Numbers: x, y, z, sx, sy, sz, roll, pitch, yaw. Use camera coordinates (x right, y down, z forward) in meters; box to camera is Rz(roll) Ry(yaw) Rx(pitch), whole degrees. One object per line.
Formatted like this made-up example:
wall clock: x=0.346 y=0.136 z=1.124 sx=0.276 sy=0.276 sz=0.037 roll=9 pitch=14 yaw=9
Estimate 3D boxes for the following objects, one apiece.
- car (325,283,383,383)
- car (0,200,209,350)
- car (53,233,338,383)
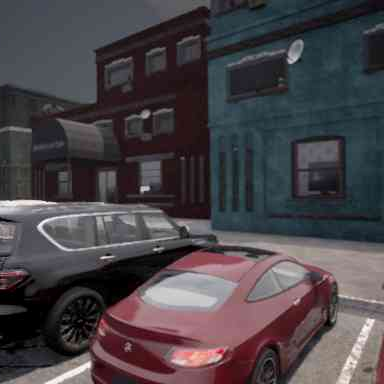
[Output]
car: x=2.948 y=1.520 z=3.249 sx=2.002 sy=1.452 sz=4.674 roll=0 pitch=0 yaw=36
car: x=-1.508 y=1.232 z=6.463 sx=2.435 sy=2.045 sz=5.566 roll=0 pitch=0 yaw=35
car: x=0.738 y=1.521 z=4.825 sx=2.002 sy=1.452 sz=4.674 roll=0 pitch=0 yaw=35
